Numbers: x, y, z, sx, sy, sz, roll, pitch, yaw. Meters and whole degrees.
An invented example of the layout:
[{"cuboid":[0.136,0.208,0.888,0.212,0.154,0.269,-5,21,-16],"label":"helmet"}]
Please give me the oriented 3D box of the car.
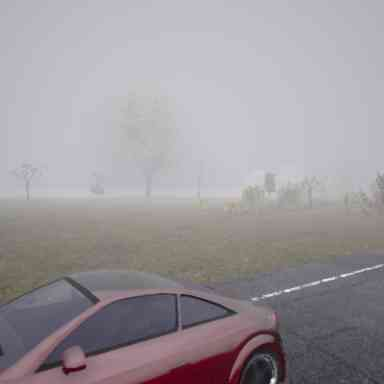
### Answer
[{"cuboid":[-1.002,1.563,3.276,4.181,1.385,1.994,0,0,-35],"label":"car"}]
